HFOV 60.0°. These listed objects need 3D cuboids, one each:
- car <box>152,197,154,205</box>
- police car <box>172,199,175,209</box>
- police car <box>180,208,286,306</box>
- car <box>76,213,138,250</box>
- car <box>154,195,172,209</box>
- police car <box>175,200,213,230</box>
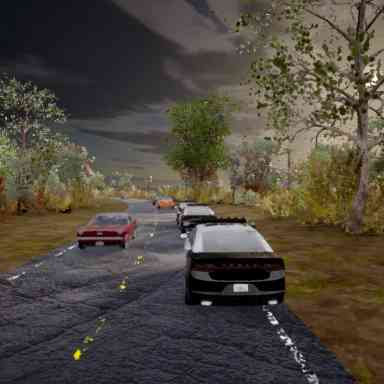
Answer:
[{"bbox_3d":[-5.858,1.346,57.945,2.097,1.767,4.553,0,0,-12],"label":"car"},{"bbox_3d":[-0.220,1.423,24.333,1.930,1.638,5.238,0,0,-5],"label":"police car"},{"bbox_3d":[0.745,1.425,8.237,1.930,1.638,5.238,0,0,-2],"label":"police car"},{"bbox_3d":[-3.510,1.600,14.449,1.895,1.301,4.718,0,0,-3],"label":"car"},{"bbox_3d":[-3.685,1.348,45.648,2.097,1.767,4.553,0,0,-9],"label":"car"},{"bbox_3d":[0.242,1.424,18.303,1.930,1.638,5.238,0,0,-4],"label":"police car"}]
